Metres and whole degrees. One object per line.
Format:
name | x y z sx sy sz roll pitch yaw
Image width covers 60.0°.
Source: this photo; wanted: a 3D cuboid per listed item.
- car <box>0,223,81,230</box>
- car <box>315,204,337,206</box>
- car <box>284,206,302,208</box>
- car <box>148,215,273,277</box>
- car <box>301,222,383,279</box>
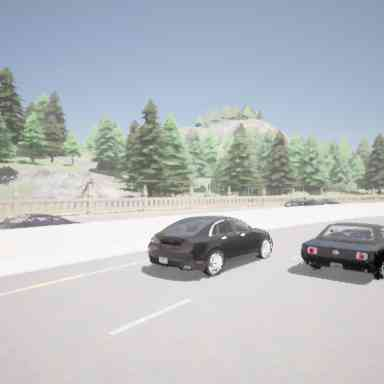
car | -6.339 1.538 12.896 1.994 1.385 4.181 0 0 38
car | 14.853 1.472 37.407 4.181 1.385 1.994 0 0 -34
car | 13.377 1.395 40.642 4.902 1.511 2.128 0 0 -34
car | 0.803 1.481 10.354 1.837 1.490 4.892 0 0 39
car | 5.117 1.575 10.102 1.895 1.301 4.718 0 0 41
